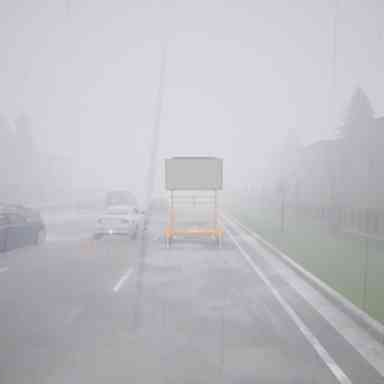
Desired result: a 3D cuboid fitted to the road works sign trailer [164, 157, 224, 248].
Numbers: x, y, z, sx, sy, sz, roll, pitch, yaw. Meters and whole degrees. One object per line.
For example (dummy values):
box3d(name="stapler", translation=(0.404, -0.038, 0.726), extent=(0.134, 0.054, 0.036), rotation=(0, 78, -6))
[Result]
box3d(name="road works sign trailer", translation=(0.083, 0.323, 14.017), extent=(2.380, 3.560, 2.880), rotation=(0, 1, 0))

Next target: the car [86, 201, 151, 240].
box3d(name="car", translation=(-3.322, 1.364, 15.970), extent=(1.812, 1.442, 4.674), rotation=(0, 1, 0))

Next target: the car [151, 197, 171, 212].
box3d(name="car", translation=(-3.228, 1.230, 33.329), extent=(1.994, 1.385, 4.181), rotation=(0, 1, 0))

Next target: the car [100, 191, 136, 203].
box3d(name="car", translation=(-6.735, 0.898, 31.777), extent=(2.150, 2.045, 5.566), rotation=(0, 0, 0))

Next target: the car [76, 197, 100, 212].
box3d(name="car", translation=(-10.239, 1.186, 33.679), extent=(1.812, 1.442, 4.674), rotation=(0, 0, 0))

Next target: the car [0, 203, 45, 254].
box3d(name="car", translation=(-6.829, 1.361, 11.385), extent=(1.882, 1.535, 5.008), rotation=(0, 1, 0))

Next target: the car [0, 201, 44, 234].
box3d(name="car", translation=(-10.308, 1.334, 18.764), extent=(1.812, 1.442, 4.674), rotation=(0, 0, 0))
